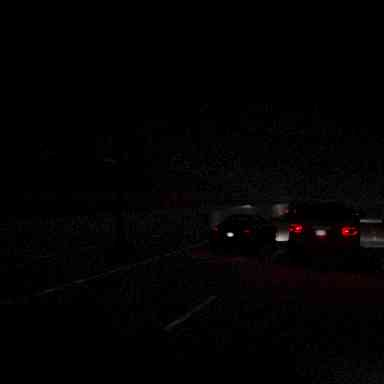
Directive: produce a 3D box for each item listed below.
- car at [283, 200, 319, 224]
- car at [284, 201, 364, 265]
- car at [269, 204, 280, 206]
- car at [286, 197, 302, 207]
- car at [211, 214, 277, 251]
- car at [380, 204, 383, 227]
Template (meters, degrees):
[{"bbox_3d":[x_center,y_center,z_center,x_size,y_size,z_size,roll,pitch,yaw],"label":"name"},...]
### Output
[{"bbox_3d":[9.316,1.611,28.212,2.097,1.767,4.553,0,-1,28],"label":"car"},{"bbox_3d":[5.162,1.350,12.557,2.150,2.045,5.566,0,0,27],"label":"car"},{"bbox_3d":[16.035,2.040,64.001,2.128,1.511,4.902,0,0,28],"label":"car"},{"bbox_3d":[19.172,1.916,62.457,2.097,1.767,4.553,0,0,28],"label":"car"},{"bbox_3d":[2.455,1.677,14.936,1.994,1.385,4.181,0,0,28],"label":"car"},{"bbox_3d":[15.117,1.519,24.213,2.150,2.045,5.566,0,0,28],"label":"car"}]
